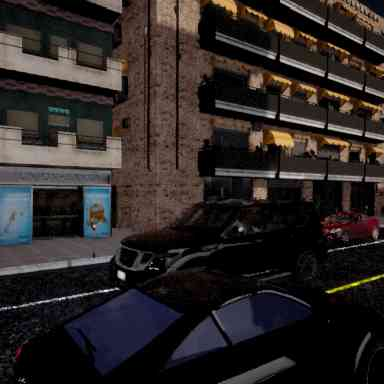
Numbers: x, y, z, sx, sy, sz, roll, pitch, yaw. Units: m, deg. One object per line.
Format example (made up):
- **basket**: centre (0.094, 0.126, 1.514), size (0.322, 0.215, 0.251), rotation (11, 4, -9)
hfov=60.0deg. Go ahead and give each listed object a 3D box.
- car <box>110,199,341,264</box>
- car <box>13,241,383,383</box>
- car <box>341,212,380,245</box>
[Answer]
- **car**: centre (0.916, 1.222, 7.895), size (5.566, 2.045, 2.150), rotation (0, 0, -36)
- **car**: centre (0.397, 1.564, 3.593), size (4.181, 1.385, 1.994), rotation (0, 0, -35)
- **car**: centre (7.172, 1.583, 15.538), size (4.206, 1.307, 1.802), rotation (0, 0, -35)
